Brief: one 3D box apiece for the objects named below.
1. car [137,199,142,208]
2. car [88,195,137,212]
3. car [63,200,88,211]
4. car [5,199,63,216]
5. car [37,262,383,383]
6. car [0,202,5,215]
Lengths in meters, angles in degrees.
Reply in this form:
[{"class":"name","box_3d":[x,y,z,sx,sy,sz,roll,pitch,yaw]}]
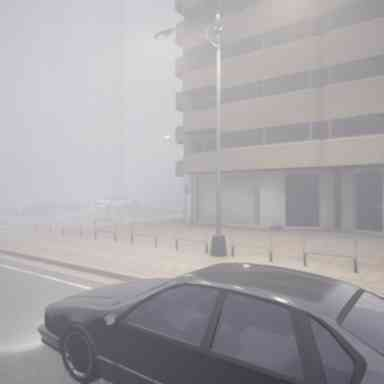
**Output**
[{"class":"car","box_3d":[-9.671,1.709,50.377,2.128,1.511,4.902,0,0,36]},{"class":"car","box_3d":[-10.297,1.423,43.543,2.150,2.045,5.566,0,0,36]},{"class":"car","box_3d":[-15.574,1.761,42.193,2.033,1.411,5.357,0,0,36]},{"class":"car","box_3d":[-16.503,1.549,34.887,2.097,1.767,4.553,0,0,36]},{"class":"car","box_3d":[0.510,1.555,3.655,5.357,1.411,2.033,0,0,36]},{"class":"car","box_3d":[-21.273,1.702,34.283,2.128,1.511,4.902,0,0,37]}]
